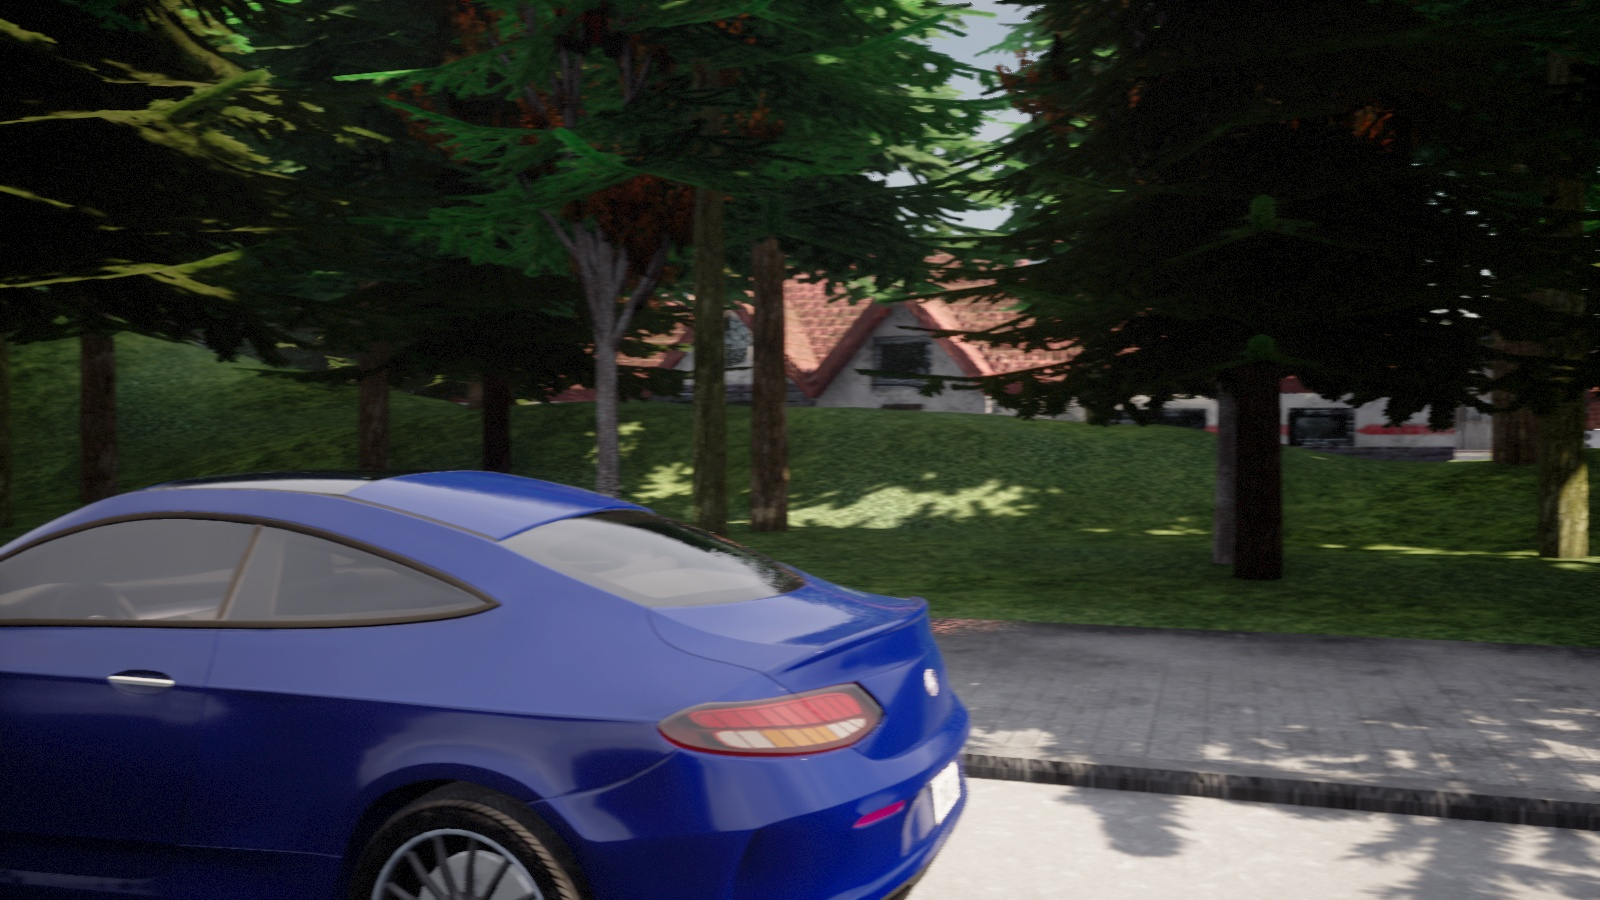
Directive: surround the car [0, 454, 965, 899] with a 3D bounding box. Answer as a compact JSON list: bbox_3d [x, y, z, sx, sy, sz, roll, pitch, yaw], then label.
[{"bbox_3d":[-1.920,0.775,4.367,4.674,1.442,1.812,1,1,19],"label":"car"}]
